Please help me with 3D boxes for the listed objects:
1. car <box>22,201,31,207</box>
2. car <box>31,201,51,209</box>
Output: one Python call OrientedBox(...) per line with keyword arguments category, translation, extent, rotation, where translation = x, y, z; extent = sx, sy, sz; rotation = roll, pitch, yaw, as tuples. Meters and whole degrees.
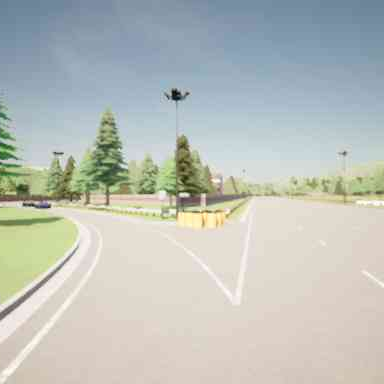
OrientedBox(category="car", translation=(-33.263, 2.465, 67.904), extent=(1.895, 1.301, 4.718), rotation=(0, -1, -39))
OrientedBox(category="car", translation=(-26.988, 2.384, 60.150), extent=(1.994, 1.385, 4.181), rotation=(0, -1, -39))
